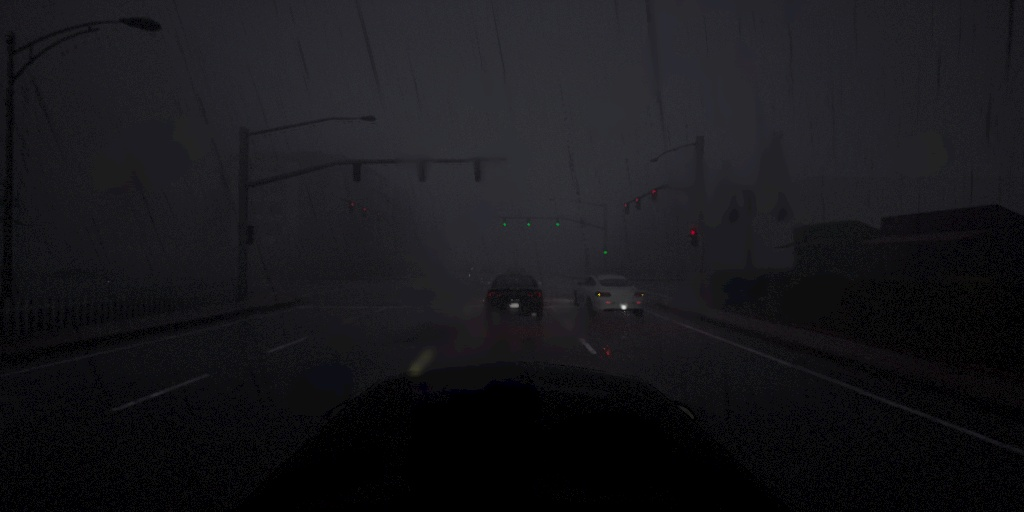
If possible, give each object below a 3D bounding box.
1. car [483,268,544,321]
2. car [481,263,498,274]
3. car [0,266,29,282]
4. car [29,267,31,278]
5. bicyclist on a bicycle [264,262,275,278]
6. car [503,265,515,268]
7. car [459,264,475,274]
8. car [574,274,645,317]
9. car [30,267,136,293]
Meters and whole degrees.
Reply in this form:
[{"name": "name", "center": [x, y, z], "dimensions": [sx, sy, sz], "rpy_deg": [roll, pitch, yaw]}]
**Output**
[{"name": "car", "center": [0.098, 1.372, 13.271], "dimensions": [1.882, 1.535, 5.008], "rpy_deg": [0, -1, 0]}, {"name": "car", "center": [-3.509, 1.986, 52.688], "dimensions": [1.895, 1.301, 4.718], "rpy_deg": [0, -1, 1]}, {"name": "car", "center": [-44.806, 1.596, 30.275], "dimensions": [4.902, 1.511, 2.128], "rpy_deg": [0, -1, 1]}, {"name": "car", "center": [-44.414, 1.695, 33.760], "dimensions": [5.357, 1.411, 2.033], "rpy_deg": [0, -1, 1]}, {"name": "bicyclist on a bicycle", "center": [-25.121, 1.491, 37.156], "dimensions": [0.582, 1.620, 1.656], "rpy_deg": [0, 0, 1]}, {"name": "car", "center": [0.387, 1.741, 32.996], "dimensions": [1.895, 1.301, 4.718], "rpy_deg": [0, -1, 0]}, {"name": "car", "center": [-6.881, 1.917, 54.837], "dimensions": [1.837, 1.490, 4.892], "rpy_deg": [0, -1, 3]}, {"name": "car", "center": [3.600, 1.427, 13.817], "dimensions": [1.812, 1.442, 4.674], "rpy_deg": [0, -1, 0]}, {"name": "car", "center": [-26.759, 1.515, 22.714], "dimensions": [4.892, 1.490, 1.837], "rpy_deg": [0, -1, 2]}]
